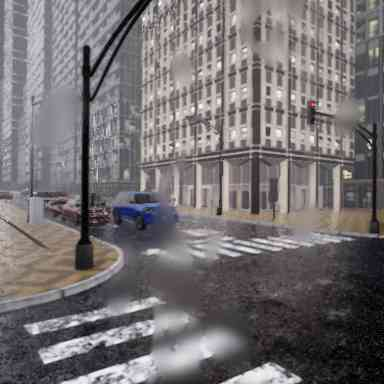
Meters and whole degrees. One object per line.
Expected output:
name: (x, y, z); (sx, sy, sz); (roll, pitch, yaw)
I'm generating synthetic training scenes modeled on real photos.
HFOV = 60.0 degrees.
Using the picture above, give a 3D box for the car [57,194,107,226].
car: (-6.709, 1.151, 20.740); (1.967, 1.590, 4.097); (2, 0, -36)

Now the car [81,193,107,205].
car: (-13.021, 0.896, 43.941); (1.752, 1.417, 4.829); (2, 0, -36)

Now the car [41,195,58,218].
car: (-9.960, 1.186, 25.272); (1.802, 1.307, 4.206); (2, 0, -36)

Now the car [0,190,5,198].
car: (-35.924, 0.293, 61.525); (1.887, 1.381, 4.507); (2, 0, -36)

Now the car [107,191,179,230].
car: (-2.933, 1.016, 19.952); (2.150, 2.045, 5.566); (1, 1, -34)

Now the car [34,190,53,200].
car: (-25.257, 0.486, 56.552); (1.882, 1.535, 5.008); (1, 1, -36)

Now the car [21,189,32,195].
car: (-42.146, -0.021, 84.603); (1.947, 1.339, 4.313); (2, 0, -36)

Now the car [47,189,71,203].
car: (-19.305, 0.556, 48.243); (2.097, 1.767, 4.553); (1, 1, -36)

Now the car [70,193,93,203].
car: (-16.171, 0.833, 48.336); (1.947, 1.339, 4.313); (2, 0, -36)

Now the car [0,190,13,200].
car: (-29.433, 0.506, 52.462); (1.887, 1.381, 4.507); (2, 0, -36)

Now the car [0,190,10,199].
car: (-32.679, 0.406, 56.994); (2.008, 1.369, 4.403); (2, 0, -36)

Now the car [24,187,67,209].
car: (-13.196, 0.812, 29.804); (2.192, 1.841, 5.009); (2, 0, -36)

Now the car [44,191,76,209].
car: (-14.178, 0.776, 35.610); (2.097, 1.767, 4.553); (1, 1, -36)

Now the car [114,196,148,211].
car: (-6.431, 1.170, 34.734); (1.802, 1.307, 4.206); (2, 0, -36)

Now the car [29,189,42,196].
car: (-35.651, 0.171, 75.536); (1.887, 1.381, 4.507); (2, 0, -36)

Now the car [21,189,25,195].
car: (-38.890, -0.165, 80.070); (2.192, 1.841, 5.009); (2, 0, -36)
